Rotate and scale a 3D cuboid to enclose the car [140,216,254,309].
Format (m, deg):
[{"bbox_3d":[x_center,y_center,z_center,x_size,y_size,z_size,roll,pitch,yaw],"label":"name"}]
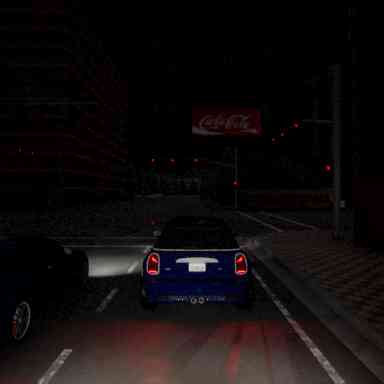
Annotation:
[{"bbox_3d":[0.089,1.352,8.018,2.097,1.767,4.553,0,0,0],"label":"car"}]

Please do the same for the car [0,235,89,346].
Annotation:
[{"bbox_3d":[-3.418,1.526,6.224,1.812,1.442,4.674,0,0,0],"label":"car"}]
